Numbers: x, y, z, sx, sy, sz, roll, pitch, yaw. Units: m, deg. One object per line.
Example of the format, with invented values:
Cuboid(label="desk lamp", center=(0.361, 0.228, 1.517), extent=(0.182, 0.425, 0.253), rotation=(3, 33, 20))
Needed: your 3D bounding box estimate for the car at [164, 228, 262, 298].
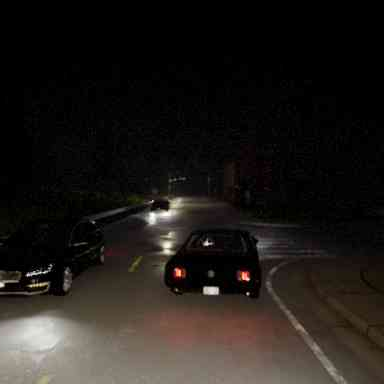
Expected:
Cuboid(label="car", center=(0.745, 1.571, 8.469), extent=(1.895, 1.301, 4.718), rotation=(0, 0, 10))

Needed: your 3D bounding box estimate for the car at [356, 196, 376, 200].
Cuboid(label="car", center=(27.543, 1.323, 52.726), extent=(1.816, 1.474, 4.193), rotation=(0, 0, 0))

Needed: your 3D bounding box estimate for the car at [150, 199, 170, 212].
Cuboid(label="car", center=(-3.503, 1.472, 37.203), extent=(1.895, 1.301, 4.718), rotation=(0, 0, 0))

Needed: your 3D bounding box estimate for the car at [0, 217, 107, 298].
Cuboid(label="car", center=(-3.585, 1.474, 8.636), extent=(1.837, 1.490, 4.892), rotation=(0, 0, 0))
